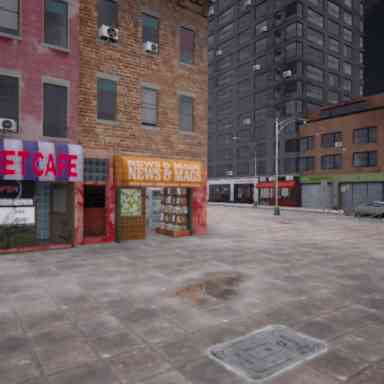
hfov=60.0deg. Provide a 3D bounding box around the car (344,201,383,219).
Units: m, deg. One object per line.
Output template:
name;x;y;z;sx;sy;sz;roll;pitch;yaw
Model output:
car;13.726;1.374;25.037;1.994;1.385;4.181;1;1;-35
